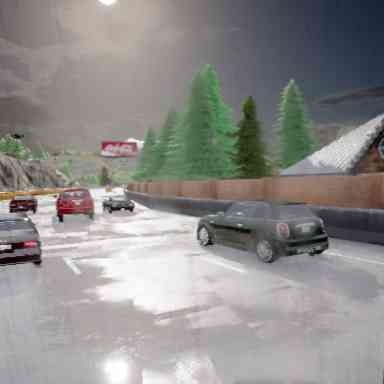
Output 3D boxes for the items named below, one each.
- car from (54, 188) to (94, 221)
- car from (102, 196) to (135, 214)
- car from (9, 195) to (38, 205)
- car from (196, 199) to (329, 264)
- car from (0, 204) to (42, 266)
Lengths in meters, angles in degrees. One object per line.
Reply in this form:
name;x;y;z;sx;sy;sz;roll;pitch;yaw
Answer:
car;-8.031;0.740;22.567;2.150;2.045;5.566;-2;2;-24
car;-6.045;0.968;26.759;1.895;1.301;4.718;-2;2;-23
car;-14.103;0.959;28.011;1.882;1.535;5.008;-2;2;-22
car;2.001;1.006;10.830;2.097;1.767;4.553;-2;2;-31
car;-5.797;1.360;10.319;2.033;1.411;5.357;-2;2;-29
